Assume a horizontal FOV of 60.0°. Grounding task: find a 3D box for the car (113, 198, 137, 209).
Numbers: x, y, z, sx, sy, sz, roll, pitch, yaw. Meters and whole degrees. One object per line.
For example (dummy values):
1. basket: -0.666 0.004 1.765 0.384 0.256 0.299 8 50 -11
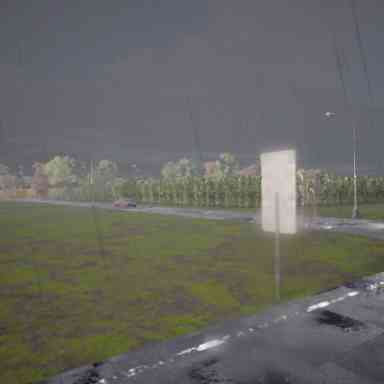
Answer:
1. car: -9.105 1.513 45.051 1.994 1.385 4.181 -2 1 -36
